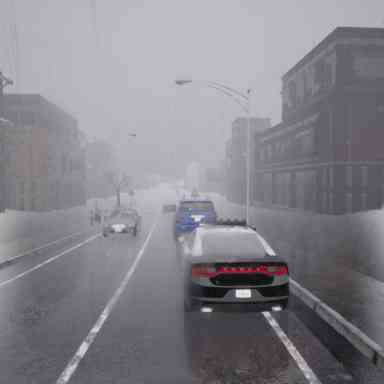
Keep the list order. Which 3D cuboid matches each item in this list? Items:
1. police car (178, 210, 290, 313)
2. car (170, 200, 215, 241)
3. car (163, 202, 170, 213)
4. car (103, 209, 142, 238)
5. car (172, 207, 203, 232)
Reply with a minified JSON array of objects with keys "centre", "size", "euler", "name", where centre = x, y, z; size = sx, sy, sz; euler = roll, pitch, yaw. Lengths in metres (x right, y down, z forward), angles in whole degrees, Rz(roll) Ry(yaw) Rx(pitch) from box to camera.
[{"centre":[0.715,1.464,7.960],"size":[1.930,1.638,5.238],"euler":[0,-1,-3],"name":"police car"},{"centre":[0.065,1.434,17.965],"size":[2.150,2.045,5.566],"euler":[0,-1,-4],"name":"car"},{"centre":[-3.102,2.128,46.720],"size":[1.882,1.535,5.008],"euler":[0,0,-4],"name":"car"},{"centre":[-3.982,1.759,19.563],"size":[2.128,1.511,4.902],"euler":[0,-2,-4],"name":"car"},{"centre":[-0.410,1.852,23.934],"size":[1.882,1.535,5.008],"euler":[0,-2,-5],"name":"car"}]
